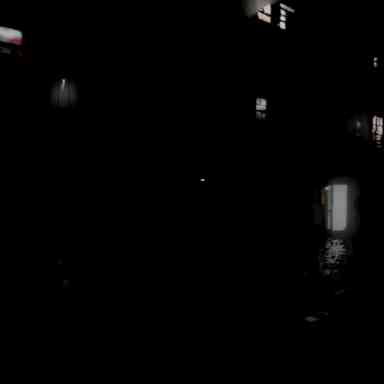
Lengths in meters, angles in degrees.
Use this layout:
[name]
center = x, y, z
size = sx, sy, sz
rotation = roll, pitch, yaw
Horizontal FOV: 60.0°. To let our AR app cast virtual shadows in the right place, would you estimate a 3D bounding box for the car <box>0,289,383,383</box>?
[car]
center = -0.389, 1.529, 2.201
size = 4.313, 1.339, 1.947
rotation = 0, 1, -34
